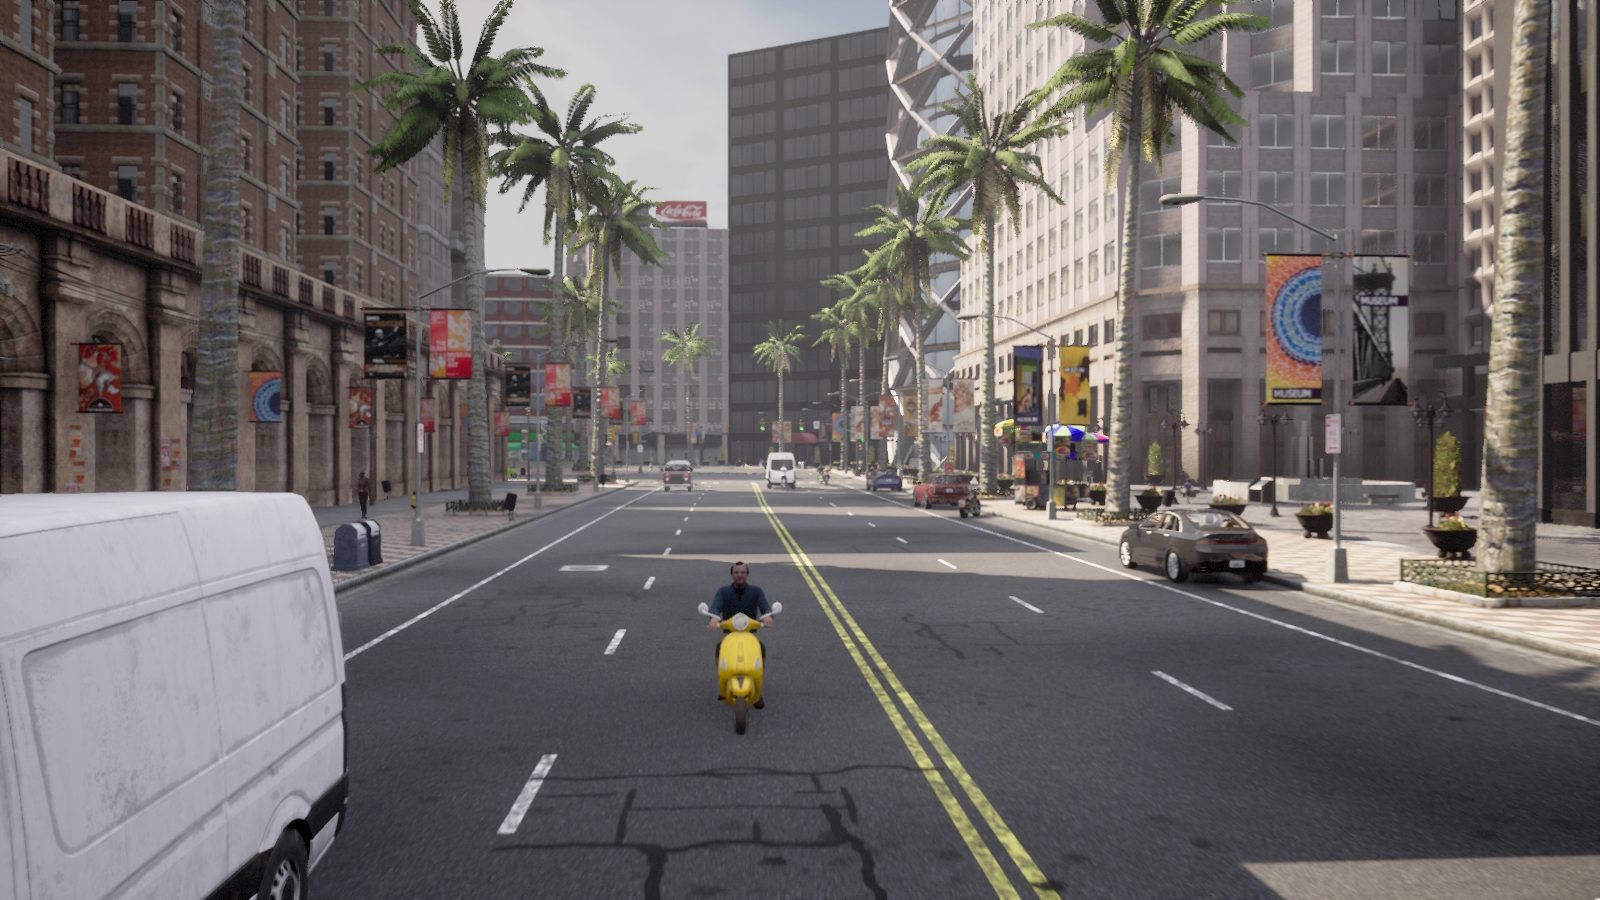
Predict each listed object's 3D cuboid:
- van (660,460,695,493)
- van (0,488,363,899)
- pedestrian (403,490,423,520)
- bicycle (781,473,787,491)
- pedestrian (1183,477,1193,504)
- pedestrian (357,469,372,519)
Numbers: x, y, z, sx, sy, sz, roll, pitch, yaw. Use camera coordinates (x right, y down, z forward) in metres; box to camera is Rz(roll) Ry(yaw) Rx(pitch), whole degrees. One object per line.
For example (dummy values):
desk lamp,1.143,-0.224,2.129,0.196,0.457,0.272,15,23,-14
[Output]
van,-8.034,1.732,75.366,2.069,2.038,4.480,0,0,-4
van,-3.671,1.530,4.452,1.988,2.561,5.915,0,0,-3
pedestrian,-14.451,2.048,42.709,0.500,1.100,0.500,0,0,18
bicycle,-1.095,2.154,76.814,0.373,1.196,1.643,0,0,-3
pedestrian,18.944,1.954,55.761,0.375,1.300,0.375,0,0,2
pedestrian,-16.431,1.668,43.094,0.375,1.860,0.375,0,0,10
